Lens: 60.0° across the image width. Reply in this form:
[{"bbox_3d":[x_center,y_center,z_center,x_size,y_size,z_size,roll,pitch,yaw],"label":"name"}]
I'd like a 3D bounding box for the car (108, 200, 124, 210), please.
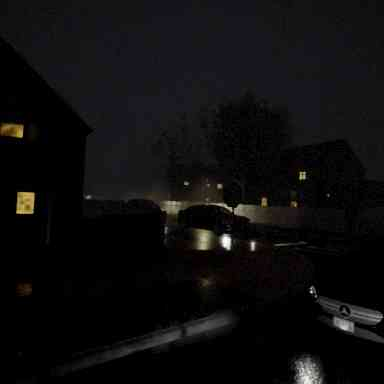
[{"bbox_3d":[-11.689,1.918,51.102,1.994,1.385,4.181,3,-1,-18],"label":"car"}]

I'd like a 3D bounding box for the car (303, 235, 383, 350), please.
[{"bbox_3d":[3.972,1.498,5.908,4.674,1.442,1.812,-2,1,-35],"label":"car"}]

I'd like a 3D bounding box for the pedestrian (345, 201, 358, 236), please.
[{"bbox_3d":[8.405,1.384,17.616,0.375,1.860,0.375,4,-2,-36],"label":"pedestrian"}]

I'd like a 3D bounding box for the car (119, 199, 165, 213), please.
[{"bbox_3d":[-3.775,1.329,25.912,2.097,1.767,4.553,3,-2,-29],"label":"car"}]

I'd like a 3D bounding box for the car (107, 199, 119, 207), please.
[{"bbox_3d":[-14.353,2.002,60.762,1.994,1.385,4.181,3,-1,-13],"label":"car"}]

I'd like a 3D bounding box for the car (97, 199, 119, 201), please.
[{"bbox_3d":[-8.341,1.553,34.594,1.837,1.490,4.892,3,-2,-25],"label":"car"}]

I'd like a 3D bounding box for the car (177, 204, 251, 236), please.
[{"bbox_3d":[1.075,1.423,18.084,1.882,1.535,5.008,4,-2,-33],"label":"car"}]

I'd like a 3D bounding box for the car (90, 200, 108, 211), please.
[{"bbox_3d":[-12.313,1.744,43.839,1.895,1.301,4.718,3,-2,-20],"label":"car"}]
